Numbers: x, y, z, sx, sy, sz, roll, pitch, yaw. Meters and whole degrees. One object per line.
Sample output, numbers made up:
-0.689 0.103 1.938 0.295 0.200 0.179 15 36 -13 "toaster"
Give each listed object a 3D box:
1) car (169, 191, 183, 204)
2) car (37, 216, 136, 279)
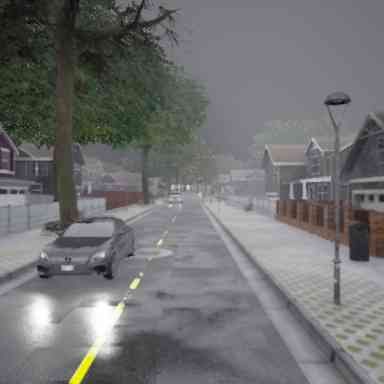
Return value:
-2.760 0.886 57.326 2.150 2.045 5.566 0 0 0 "car"
-2.865 1.483 10.001 1.812 1.442 4.674 0 0 0 "car"
